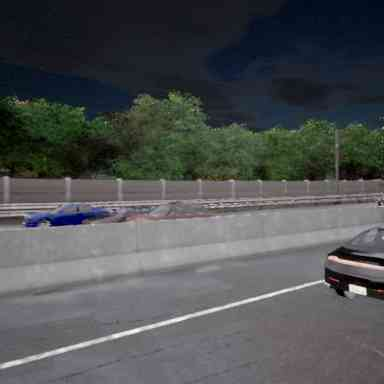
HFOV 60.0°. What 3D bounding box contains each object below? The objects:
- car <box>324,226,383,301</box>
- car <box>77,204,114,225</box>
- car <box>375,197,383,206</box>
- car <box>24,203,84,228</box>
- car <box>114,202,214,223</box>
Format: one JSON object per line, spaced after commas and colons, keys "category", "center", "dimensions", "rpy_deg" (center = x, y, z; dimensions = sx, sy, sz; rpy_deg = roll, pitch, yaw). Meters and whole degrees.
{"category": "car", "center": [4.851, 1.465, 7.152], "dimensions": [4.902, 1.511, 2.128], "rpy_deg": [0, 0, -35]}
{"category": "car", "center": [-3.330, 1.515, 18.766], "dimensions": [5.357, 1.411, 2.033], "rpy_deg": [0, 0, -35]}
{"category": "car", "center": [25.786, 0.994, 42.735], "dimensions": [5.357, 1.411, 2.033], "rpy_deg": [-1, 1, -33]}
{"category": "car", "center": [-7.413, 1.455, 20.165], "dimensions": [5.008, 1.535, 1.882], "rpy_deg": [0, 0, -35]}
{"category": "car", "center": [-1.065, 1.319, 16.067], "dimensions": [4.553, 1.767, 2.097], "rpy_deg": [0, 0, -35]}
